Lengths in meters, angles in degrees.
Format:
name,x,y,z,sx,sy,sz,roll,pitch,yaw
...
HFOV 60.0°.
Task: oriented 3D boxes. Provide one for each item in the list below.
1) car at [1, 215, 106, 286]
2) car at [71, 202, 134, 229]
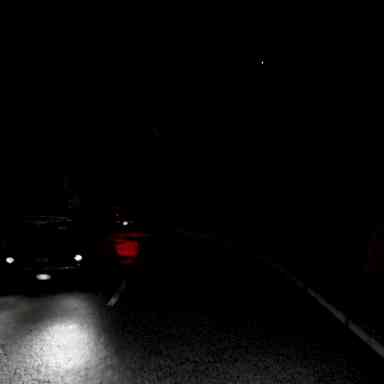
name,x,y,z,sx,sy,sz,roll,pitch,yaw
car,-3.707,1.577,9.596,1.895,1.301,4.718,0,0,-11
car,-5.393,1.381,19.665,4.892,1.490,1.837,2,-2,42
